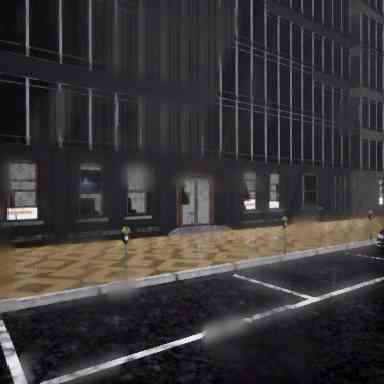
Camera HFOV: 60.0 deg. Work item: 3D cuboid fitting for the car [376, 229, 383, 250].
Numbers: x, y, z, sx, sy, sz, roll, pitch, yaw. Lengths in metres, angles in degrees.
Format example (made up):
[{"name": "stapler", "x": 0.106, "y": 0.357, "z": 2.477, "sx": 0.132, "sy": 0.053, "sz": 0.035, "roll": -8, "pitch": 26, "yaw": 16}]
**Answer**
[{"name": "car", "x": 8.819, "y": 1.542, "z": 12.851, "sx": 4.403, "sy": 1.369, "sz": 2.008, "roll": 0, "pitch": 0, "yaw": -36}]
